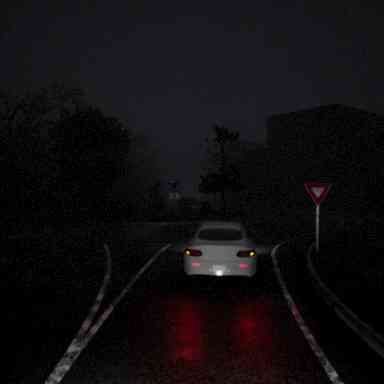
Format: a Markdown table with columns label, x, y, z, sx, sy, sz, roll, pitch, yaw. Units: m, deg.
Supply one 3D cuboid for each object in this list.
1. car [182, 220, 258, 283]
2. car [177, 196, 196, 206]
| label | x | y | z | sx | sy | sz | roll | pitch | yaw |
| --- | --- | --- | --- | --- | --- | --- | --- | --- | --- |
| car | 0.837 | 1.513 | 9.535 | 1.812 | 1.442 | 4.674 | 0 | 0 | 6 |
| car | -0.855 | 1.342 | 49.887 | 1.882 | 1.535 | 5.008 | 0 | -1 | -17 |
